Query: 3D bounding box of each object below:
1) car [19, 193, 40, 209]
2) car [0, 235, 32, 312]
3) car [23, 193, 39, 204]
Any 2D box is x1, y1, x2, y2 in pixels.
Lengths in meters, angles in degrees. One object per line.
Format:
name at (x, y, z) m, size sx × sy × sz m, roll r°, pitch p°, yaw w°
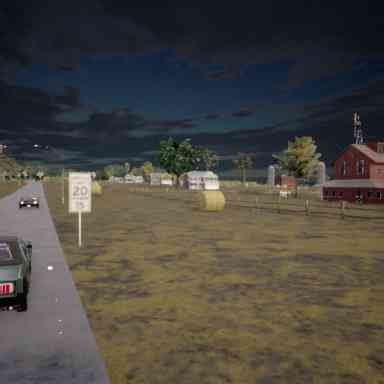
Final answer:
car at (-17.321, 1.056, 35.509) m, size 1.895 × 1.301 × 4.718 m, roll 0°, pitch 1°, yaw -24°
car at (-4.507, 1.592, 7.191) m, size 1.895 × 1.301 × 4.718 m, roll 0°, pitch 0°, yaw -24°
car at (-21.499, 0.815, 44.561) m, size 1.895 × 1.301 × 4.718 m, roll 0°, pitch 1°, yaw -24°
